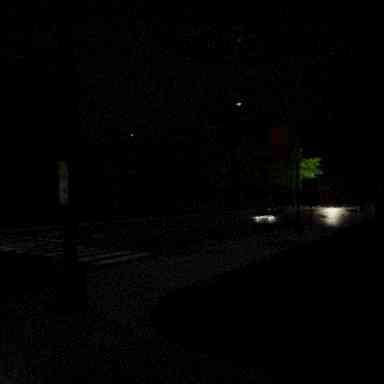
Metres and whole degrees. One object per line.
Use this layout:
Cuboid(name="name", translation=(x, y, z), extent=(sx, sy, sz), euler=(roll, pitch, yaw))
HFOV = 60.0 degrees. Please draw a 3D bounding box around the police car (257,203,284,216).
Cuboid(name="police car", translation=(9.785, 2.132, 41.723), extent=(2.038, 1.542, 4.974), euler=(-2, -2, 36))
